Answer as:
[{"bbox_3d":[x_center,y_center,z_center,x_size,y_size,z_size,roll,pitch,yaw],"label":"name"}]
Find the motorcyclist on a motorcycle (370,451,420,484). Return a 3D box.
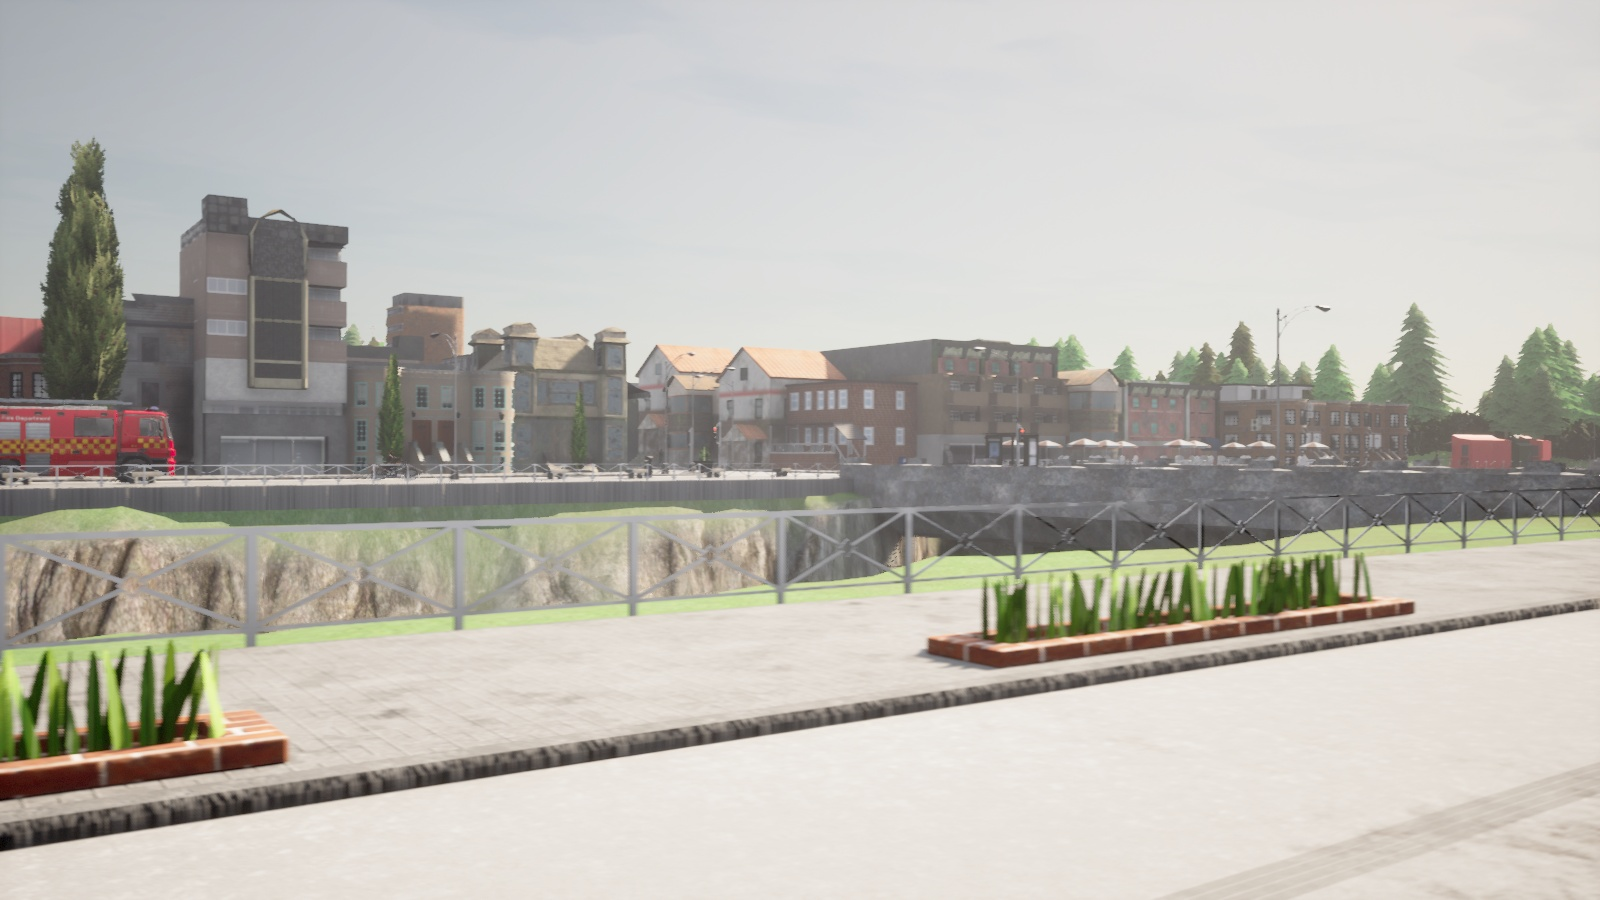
[{"bbox_3d":[-20.912,0.899,64.918,2.350,1.649,0.766,0,0,-35],"label":"motorcyclist on a motorcycle"}]

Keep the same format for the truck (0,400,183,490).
[{"bbox_3d":[-32.748,-0.211,56.683,8.468,3.827,2.891,0,0,-34],"label":"truck"}]
